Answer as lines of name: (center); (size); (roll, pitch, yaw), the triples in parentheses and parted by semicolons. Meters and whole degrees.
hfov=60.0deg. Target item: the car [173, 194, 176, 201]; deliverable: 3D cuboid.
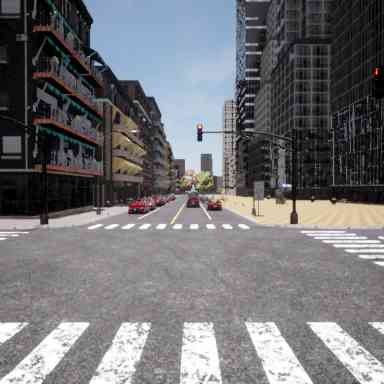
car: (-5.558, 1.322, 86.252); (2.192, 1.841, 5.009); (-1, 0, 0)

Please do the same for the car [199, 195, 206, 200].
car: (2.802, 1.535, 92.114); (1.752, 1.417, 4.829); (-1, 0, 0)

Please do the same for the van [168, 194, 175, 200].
van: (-5.547, 1.350, 91.899); (1.690, 1.788, 3.998); (-1, 0, 0)

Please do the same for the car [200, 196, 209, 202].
car: (2.774, 1.548, 74.997); (1.887, 1.381, 4.507); (-1, 0, 0)

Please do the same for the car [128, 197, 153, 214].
car: (-5.640, 1.540, 35.411); (1.887, 1.381, 4.507); (-1, 0, 0)

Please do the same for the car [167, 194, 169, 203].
car: (-5.604, 1.439, 58.006); (1.967, 1.590, 4.097); (-1, 0, 0)

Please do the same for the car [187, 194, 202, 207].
car: (0.189, 1.475, 51.800); (1.882, 1.535, 5.008); (0, 0, 0)

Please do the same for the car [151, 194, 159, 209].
car: (-5.633, 1.436, 41.060); (1.967, 1.590, 4.097); (-1, 0, 0)

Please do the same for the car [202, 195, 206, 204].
car: (2.755, 1.551, 63.698); (2.008, 1.369, 4.403); (-1, 0, 0)

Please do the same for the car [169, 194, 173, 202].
car: (-5.583, 1.584, 69.305); (1.802, 1.307, 4.206); (-1, 0, 0)

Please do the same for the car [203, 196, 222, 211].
car: (2.716, 1.540, 41.103); (1.887, 1.381, 4.507); (-1, 0, 0)

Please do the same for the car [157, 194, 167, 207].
car: (-5.615, 1.312, 52.358); (2.192, 1.841, 5.009); (-1, 0, 0)
